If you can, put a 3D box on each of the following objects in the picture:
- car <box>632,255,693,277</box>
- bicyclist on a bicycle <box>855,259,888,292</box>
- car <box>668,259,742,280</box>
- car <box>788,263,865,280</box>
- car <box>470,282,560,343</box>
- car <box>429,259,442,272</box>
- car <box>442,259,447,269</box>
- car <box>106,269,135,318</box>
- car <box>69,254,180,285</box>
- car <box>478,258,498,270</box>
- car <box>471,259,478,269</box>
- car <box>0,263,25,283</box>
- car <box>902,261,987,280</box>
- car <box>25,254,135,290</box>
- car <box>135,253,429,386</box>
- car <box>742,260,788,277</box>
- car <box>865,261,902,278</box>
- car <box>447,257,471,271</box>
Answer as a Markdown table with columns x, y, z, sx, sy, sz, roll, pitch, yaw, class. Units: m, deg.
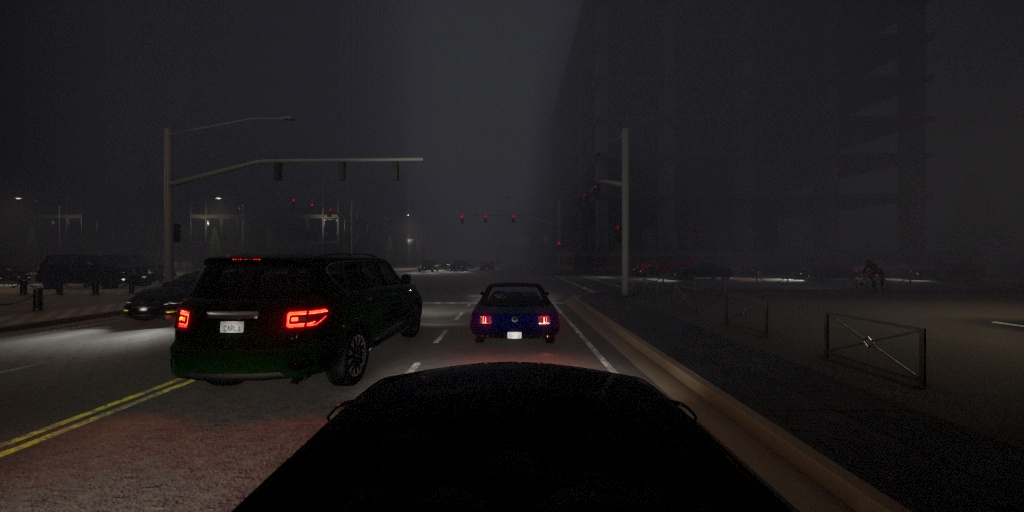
| x | y | z | sx | sy | sz | roll | pitch | yaw | class |
| --- | --- | --- | --- | --- | --- | --- | --- | --- | --- |
| 13.909 | 0.917 | 32.758 | 5.566 | 2.045 | 2.150 | 0 | 0 | 0 | car |
| 18.317 | 0.998 | 18.292 | 0.582 | 1.620 | 1.656 | 0 | 0 | 0 | bicyclist on a bicycle |
| 15.629 | 1.220 | 29.243 | 4.674 | 1.442 | 1.812 | 0 | 0 | 0 | car |
| 25.593 | 1.259 | 29.306 | 4.181 | 1.385 | 1.994 | 0 | 0 | 0 | car |
| 0.073 | 1.351 | 9.633 | 1.895 | 1.301 | 4.718 | 0 | 0 | 0 | car |
| -10.636 | 1.255 | 45.893 | 1.837 | 1.490 | 4.892 | 0 | 0 | 0 | car |
| -10.634 | 1.241 | 55.236 | 2.128 | 1.511 | 4.902 | 0 | 0 | 0 | car |
| -10.406 | 1.257 | 12.499 | 1.837 | 1.490 | 4.892 | 2 | 0 | -1 | car |
| -26.940 | 0.916 | 25.077 | 5.566 | 2.045 | 2.150 | 0 | 0 | 1 | car |
| -3.422 | 1.351 | 51.224 | 1.895 | 1.301 | 4.718 | 0 | 0 | 0 | car |
| -7.130 | 1.228 | 57.975 | 1.882 | 1.535 | 5.008 | 0 | 0 | 0 | car |
| -36.932 | 1.197 | 25.116 | 4.892 | 1.490 | 1.837 | 1 | 0 | 1 | car |
| 35.587 | 1.199 | 29.335 | 4.892 | 1.490 | 1.837 | 0 | 0 | 0 | car |
| -24.915 | 0.915 | 21.584 | 5.566 | 2.045 | 2.150 | 0 | 0 | 0 | car |
| -3.443 | 0.971 | 7.117 | 2.150 | 2.045 | 5.566 | 0 | 0 | 0 | car |
| 23.639 | 1.172 | 32.796 | 5.008 | 1.535 | 1.882 | 0 | 0 | -1 | car |
| 33.633 | 1.220 | 32.830 | 4.674 | 1.442 | 1.812 | 0 | 0 | 0 | car |
| -7.136 | 1.255 | 48.517 | 1.837 | 1.490 | 4.892 | 0 | 0 | 0 | car |
